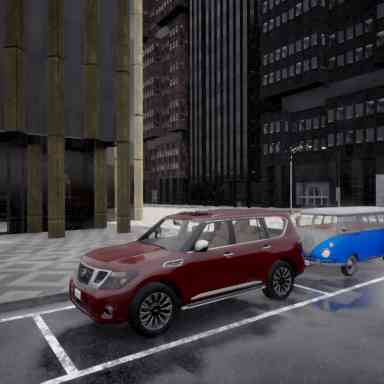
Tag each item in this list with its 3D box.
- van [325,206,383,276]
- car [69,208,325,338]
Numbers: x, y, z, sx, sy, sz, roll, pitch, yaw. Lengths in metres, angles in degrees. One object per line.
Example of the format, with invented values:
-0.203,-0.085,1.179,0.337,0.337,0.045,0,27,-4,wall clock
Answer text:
4.704,1.341,10.020,3.998,1.788,1.690,0,0,-36,van
0.208,1.315,6.809,5.009,1.841,2.192,0,0,-36,car
